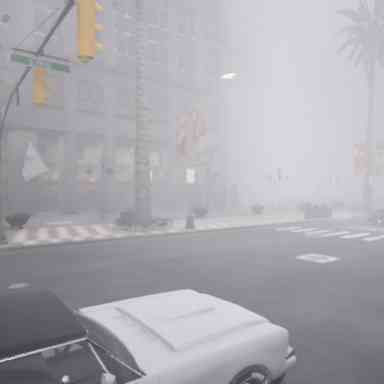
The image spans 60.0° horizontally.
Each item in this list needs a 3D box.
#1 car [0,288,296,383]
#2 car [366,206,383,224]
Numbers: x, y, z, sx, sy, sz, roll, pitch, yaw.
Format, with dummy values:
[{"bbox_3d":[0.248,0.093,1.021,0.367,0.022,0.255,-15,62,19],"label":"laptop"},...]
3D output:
[{"bbox_3d":[-1.258,1.599,2.853,4.718,1.301,1.895,0,0,-35],"label":"car"},{"bbox_3d":[14.037,1.465,22.602,5.357,1.411,2.033,0,0,-35],"label":"car"}]
